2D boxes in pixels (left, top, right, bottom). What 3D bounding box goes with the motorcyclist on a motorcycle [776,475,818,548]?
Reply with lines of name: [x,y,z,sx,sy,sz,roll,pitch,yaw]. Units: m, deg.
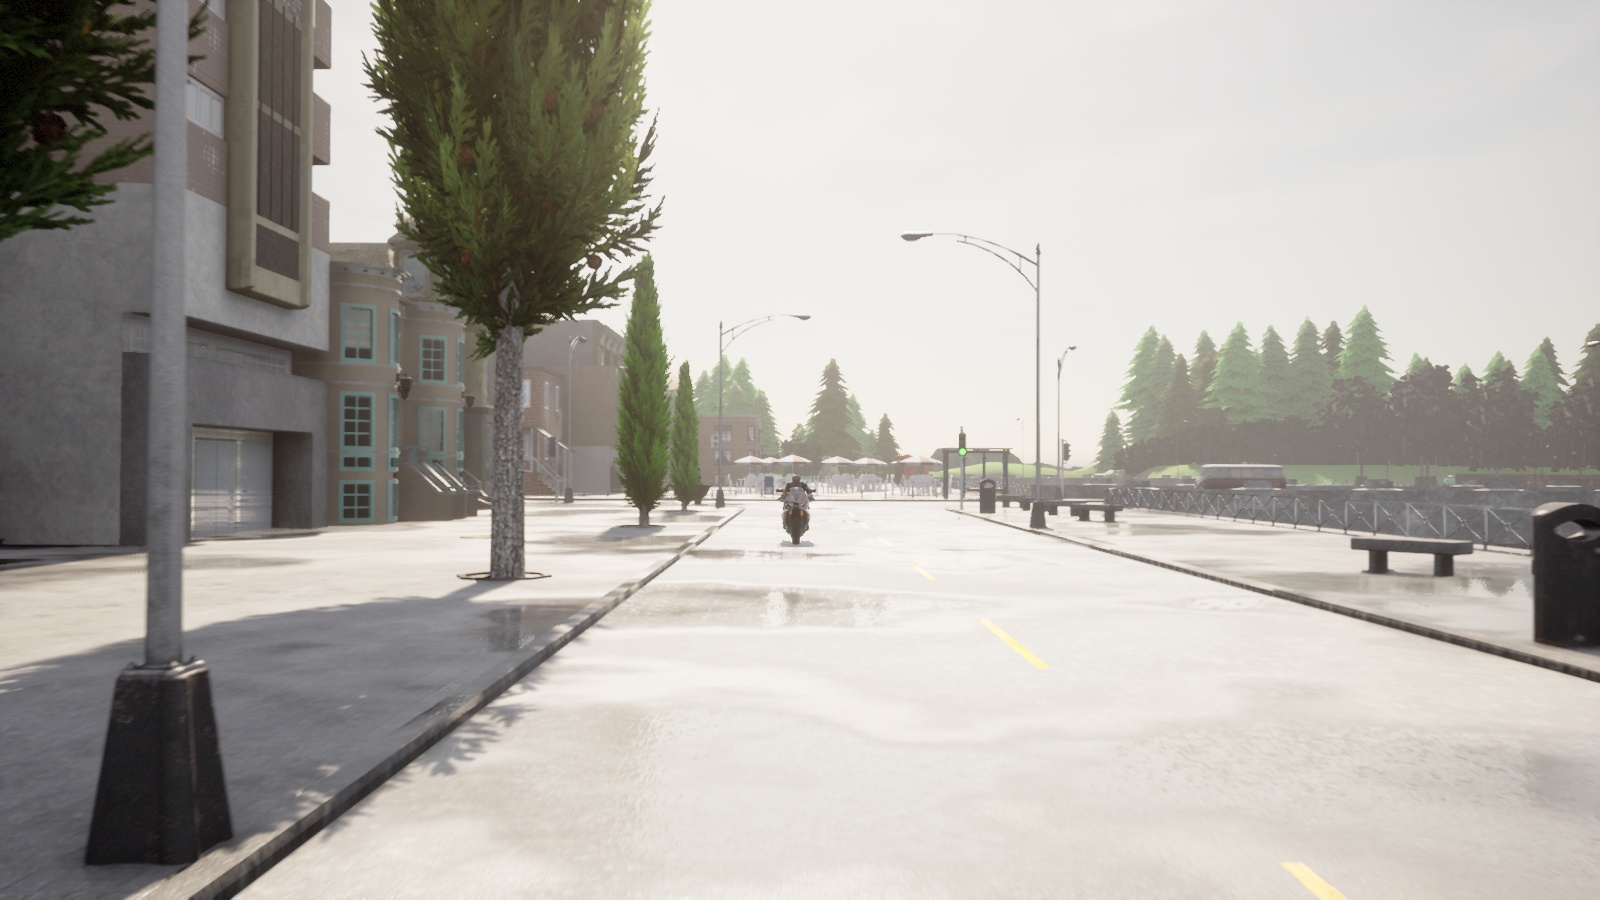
motorcyclist on a motorcycle: [-0.072,1.308,27.360,0.866,1.530,2.191,0,-1,0]

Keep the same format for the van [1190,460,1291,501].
van: [22.063,1.534,63.046,4.442,1.987,1.775,0,-1,1]
